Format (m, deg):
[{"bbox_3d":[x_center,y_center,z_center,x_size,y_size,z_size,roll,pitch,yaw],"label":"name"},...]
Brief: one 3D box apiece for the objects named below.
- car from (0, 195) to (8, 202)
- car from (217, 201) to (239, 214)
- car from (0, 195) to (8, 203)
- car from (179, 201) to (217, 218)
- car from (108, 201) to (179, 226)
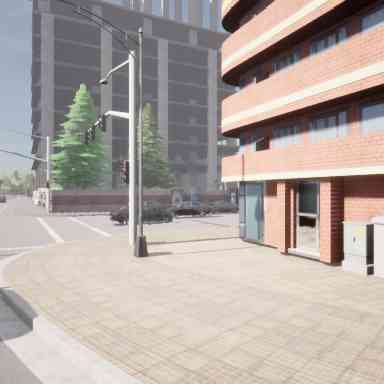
[{"bbox_3d":[-42.592,1.500,74.722,1.837,1.490,4.892,0,0,-27],"label":"car"},{"bbox_3d":[2.996,1.619,35.519,4.181,1.385,1.994,0,0,-28],"label":"car"},{"bbox_3d":[-38.048,1.595,65.876,1.895,1.301,4.718,0,0,-27],"label":"car"},{"bbox_3d":[-0.650,1.547,29.755,4.902,1.511,2.128,0,0,-27],"label":"car"},{"bbox_3d":[-3.650,1.581,24.096,4.674,1.442,1.812,0,0,-27],"label":"car"}]
